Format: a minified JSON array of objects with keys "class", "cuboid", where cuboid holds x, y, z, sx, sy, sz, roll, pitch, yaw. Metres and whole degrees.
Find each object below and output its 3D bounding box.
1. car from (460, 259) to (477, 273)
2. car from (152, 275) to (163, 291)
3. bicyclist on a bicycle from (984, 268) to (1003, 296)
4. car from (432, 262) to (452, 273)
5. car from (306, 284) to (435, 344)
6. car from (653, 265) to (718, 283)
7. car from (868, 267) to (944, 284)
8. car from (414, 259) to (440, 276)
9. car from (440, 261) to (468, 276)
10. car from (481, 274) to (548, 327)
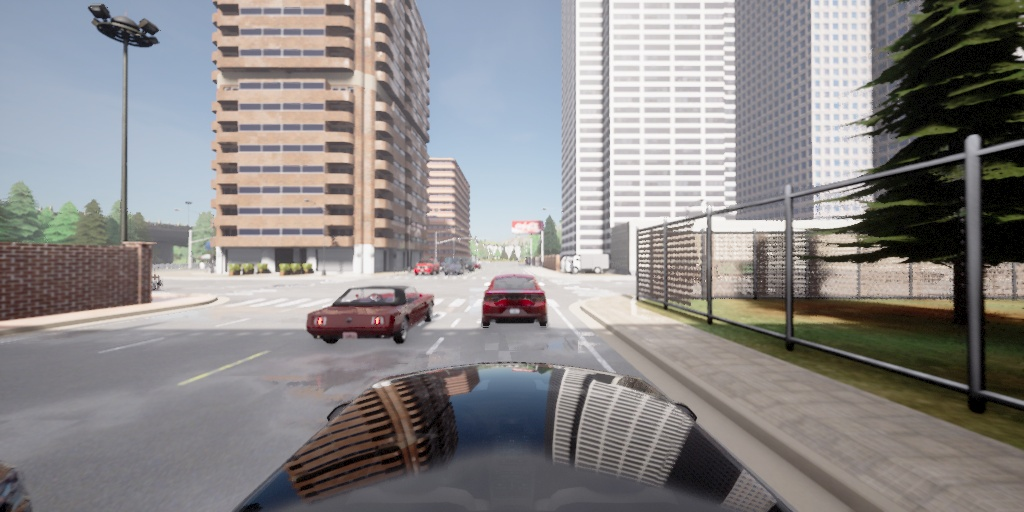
[{"class":"car","cuboid":[-7.122,1.469,55.382,2.150,2.045,5.566,0,-1,0]},{"class":"car","cuboid":[-23.455,1.366,21.113,4.902,1.511,2.128,0,-1,2]},{"class":"bicyclist on a bicycle","cuboid":[22.412,1.137,17.180,0.582,1.620,1.656,0,-1,0]},{"class":"car","cuboid":[-10.622,1.733,54.944,2.128,1.511,4.902,0,0,0]},{"class":"car","cuboid":[-3.440,1.426,9.829,1.895,1.301,4.718,0,-1,0]},{"class":"car","cuboid":[13.410,1.416,28.137,5.008,1.535,1.882,0,-1,0]},{"class":"car","cuboid":[30.572,1.539,28.178,4.718,1.301,1.895,0,-1,0]},{"class":"car","cuboid":[-10.613,1.372,45.041,2.150,2.045,5.566,0,-1,0]},{"class":"car","cuboid":[-7.117,1.694,44.605,2.033,1.411,5.357,0,-1,0]},{"class":"car","cuboid":[0.080,1.322,11.964,1.882,1.535,5.008,0,0,0]}]
